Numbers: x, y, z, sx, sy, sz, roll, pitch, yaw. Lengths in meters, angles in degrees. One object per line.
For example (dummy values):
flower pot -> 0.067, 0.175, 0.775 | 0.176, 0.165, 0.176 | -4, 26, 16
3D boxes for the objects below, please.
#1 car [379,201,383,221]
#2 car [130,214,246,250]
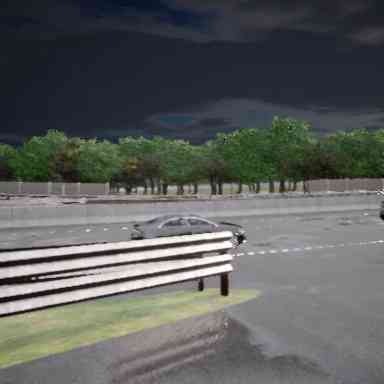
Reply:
car -> 14.815, 1.277, 22.394 | 4.181, 1.385, 1.994 | -2, 1, -17
car -> -0.132, 1.671, 14.023 | 4.902, 1.511, 2.128 | -2, 1, -18
